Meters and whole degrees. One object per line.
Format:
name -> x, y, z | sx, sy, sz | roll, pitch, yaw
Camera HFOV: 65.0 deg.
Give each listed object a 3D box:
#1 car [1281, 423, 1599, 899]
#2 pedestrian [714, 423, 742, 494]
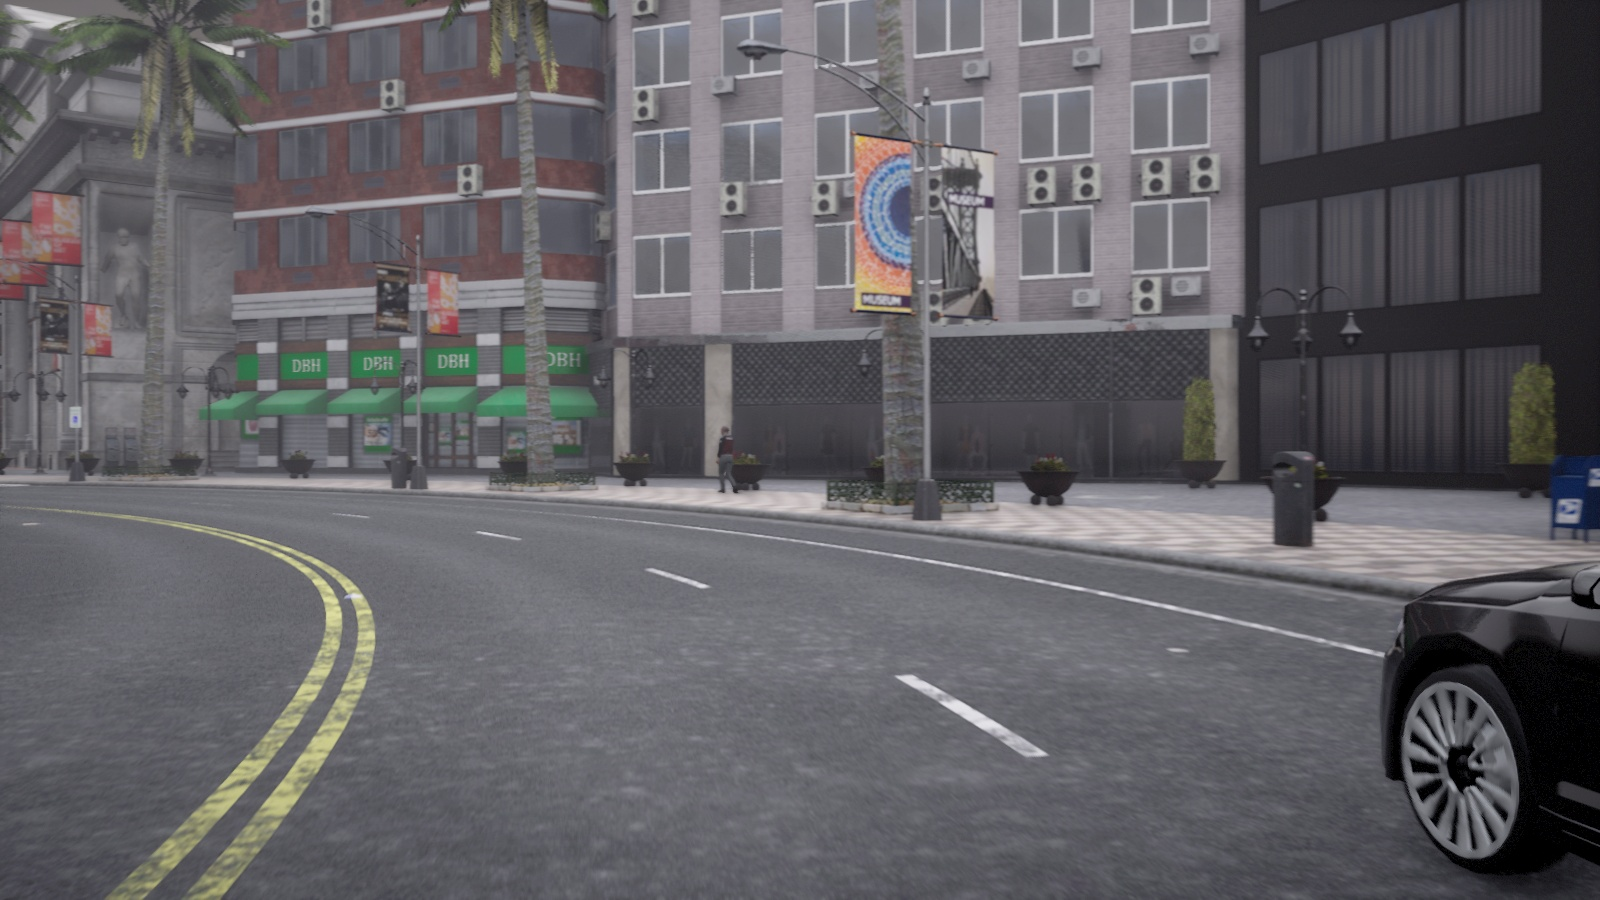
car -> 3.290, 0.685, 2.953 | 2.128, 1.511, 4.902 | 0, 0, -5
pedestrian -> -1.903, 0.217, 33.108 | 0.376, 1.854, 0.720 | 0, 0, -44
